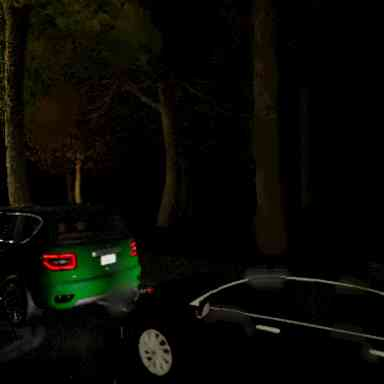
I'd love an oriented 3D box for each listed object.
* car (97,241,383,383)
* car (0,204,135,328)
[{"bbox_3d":[1.263,1.518,3.858,4.892,1.490,1.837,-1,0,36],"label":"car"},{"bbox_3d":[-3.638,1.297,7.375,5.566,2.045,2.150,-1,0,36],"label":"car"}]
